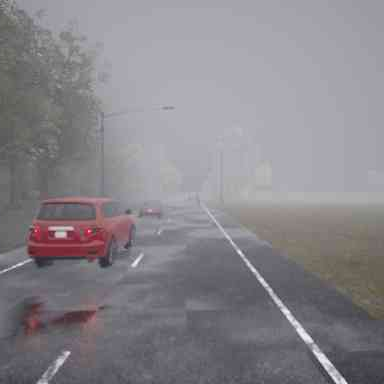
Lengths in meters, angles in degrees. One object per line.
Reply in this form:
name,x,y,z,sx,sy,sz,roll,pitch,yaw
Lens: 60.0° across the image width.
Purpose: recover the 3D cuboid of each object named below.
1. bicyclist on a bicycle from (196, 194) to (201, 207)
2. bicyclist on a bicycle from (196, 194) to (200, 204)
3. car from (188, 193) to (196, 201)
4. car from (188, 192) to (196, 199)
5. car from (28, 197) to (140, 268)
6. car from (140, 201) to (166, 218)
bicyclist on a bicycle,0.941,1.279,47.725,0.866,1.612,1.509,0,0,0
bicyclist on a bicycle,0.950,1.184,56.611,0.659,1.776,1.843,0,0,0
car,-0.016,1.304,75.805,1.994,1.385,4.181,0,0,0
car,-0.021,0.936,86.825,2.097,1.767,4.553,0,0,0
car,-3.404,1.184,11.312,2.150,2.045,5.566,0,0,0
car,-3.409,1.468,29.000,1.994,1.385,4.181,0,0,0
